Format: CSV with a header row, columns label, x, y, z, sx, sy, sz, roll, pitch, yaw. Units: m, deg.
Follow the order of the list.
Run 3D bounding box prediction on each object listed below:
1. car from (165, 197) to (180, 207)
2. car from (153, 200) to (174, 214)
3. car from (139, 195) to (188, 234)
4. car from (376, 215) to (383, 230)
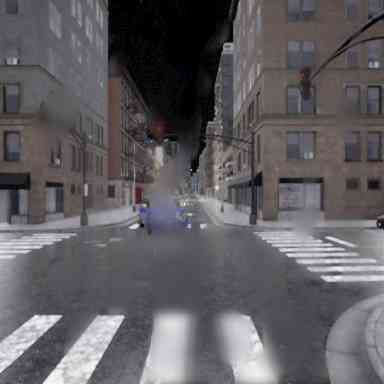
label,x,y,z,sx,sy,sz,roll,pitch,yaw
car,-2.972,1.552,51.856,1.994,1.385,4.181,0,0,0
car,-3.017,1.607,36.399,1.895,1.301,4.718,0,0,0
car,-1.896,1.240,20.113,2.150,2.045,5.566,0,1,-16
car,12.174,1.452,17.568,4.507,1.381,1.887,-1,0,1
